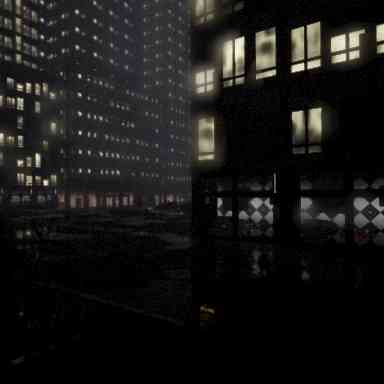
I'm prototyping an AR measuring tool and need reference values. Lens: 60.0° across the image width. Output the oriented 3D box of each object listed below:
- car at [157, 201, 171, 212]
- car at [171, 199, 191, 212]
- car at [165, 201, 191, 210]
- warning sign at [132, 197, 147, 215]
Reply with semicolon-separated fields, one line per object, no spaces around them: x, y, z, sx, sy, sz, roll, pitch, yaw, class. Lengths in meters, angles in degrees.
-3.164;2.137;50.146;1.882;1.535;5.008;-1;-1;36;car
-0.542;2.152;48.226;1.812;1.442;4.674;-1;-1;36;car
-2.501;2.484;62.051;2.033;1.411;5.357;-1;-1;36;car
-5.715;1.498;36.317;1.300;1.860;1.060;0;0;36;warning sign
